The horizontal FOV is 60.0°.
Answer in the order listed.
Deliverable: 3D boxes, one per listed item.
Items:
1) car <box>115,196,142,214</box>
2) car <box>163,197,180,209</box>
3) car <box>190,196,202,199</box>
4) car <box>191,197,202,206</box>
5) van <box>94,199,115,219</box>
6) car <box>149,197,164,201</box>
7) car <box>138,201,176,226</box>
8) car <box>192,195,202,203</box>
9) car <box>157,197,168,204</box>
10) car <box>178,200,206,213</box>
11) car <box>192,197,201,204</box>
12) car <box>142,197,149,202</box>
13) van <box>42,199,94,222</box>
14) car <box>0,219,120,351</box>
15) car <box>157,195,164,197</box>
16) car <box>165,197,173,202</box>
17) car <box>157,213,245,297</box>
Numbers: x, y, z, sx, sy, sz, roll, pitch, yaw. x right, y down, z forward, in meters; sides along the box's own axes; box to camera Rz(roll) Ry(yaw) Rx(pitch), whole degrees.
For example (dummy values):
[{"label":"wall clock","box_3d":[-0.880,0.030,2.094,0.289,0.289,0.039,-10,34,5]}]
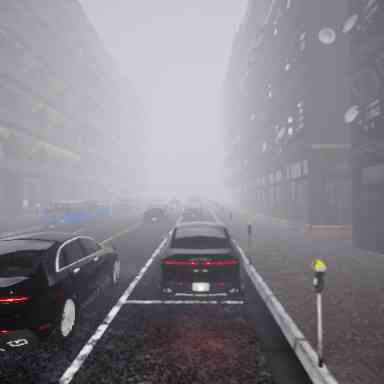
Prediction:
[{"label":"car","box_3d":[-7.492,1.459,37.472,2.192,1.841,5.009,1,0,1]},{"label":"car","box_3d":[-2.105,1.595,41.851,1.801,1.575,5.366,0,0,1]},{"label":"car","box_3d":[0.391,1.550,37.245,1.967,1.590,4.097,1,0,1]},{"label":"car","box_3d":[0.814,1.647,59.366,1.967,1.590,4.097,1,0,1]},{"label":"van","box_3d":[-7.725,1.444,26.414,1.690,1.788,3.998,1,0,1]},{"label":"car","box_3d":[-4.753,1.771,46.788,1.895,1.301,4.718,0,0,1]},{"label":"car","box_3d":[-2.387,1.597,23.738,1.812,1.442,4.674,0,0,1]},{"label":"car","box_3d":[1.281,1.649,81.487,2.192,1.841,5.009,1,0,1]},{"label":"car","box_3d":[-6.683,1.878,76.176,1.887,1.381,4.507,1,0,1]},{"label":"car","box_3d":[0.149,1.614,26.186,1.887,1.381,4.507,1,0,1]},{"label":"car","box_3d":[1.044,1.848,70.425,1.802,1.307,4.206,1,0,1]},{"label":"car","box_3d":[-7.375,1.480,43.000,2.192,1.841,5.009,1,0,1]},{"label":"van","box_3d":[-7.840,1.426,20.883,1.690,1.788,3.998,1,0,1]},{"label":"car","box_3d":[-2.752,1.531,6.441,1.837,1.490,4.892,0,0,1]},{"label":"car","box_3d":[-6.794,1.615,70.647,2.192,1.841,5.009,1,0,1]},{"label":"car","box_3d":[-6.334,2.025,92.765,1.802,1.307,4.206,1,0,1]},{"label":"car","box_3d":[0.215,1.522,8.609,1.837,1.490,4.892,0,0,1]}]
